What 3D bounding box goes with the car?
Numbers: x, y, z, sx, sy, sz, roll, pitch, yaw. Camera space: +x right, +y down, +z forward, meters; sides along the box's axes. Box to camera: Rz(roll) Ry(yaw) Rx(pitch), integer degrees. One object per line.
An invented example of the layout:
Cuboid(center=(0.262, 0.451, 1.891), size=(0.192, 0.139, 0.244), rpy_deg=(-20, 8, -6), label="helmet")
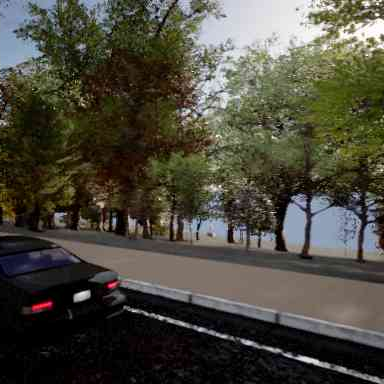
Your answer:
Cuboid(center=(-3.642, 1.560, 6.255), size=(5.357, 1.411, 2.033), rpy_deg=(0, 0, 35), label="car")
